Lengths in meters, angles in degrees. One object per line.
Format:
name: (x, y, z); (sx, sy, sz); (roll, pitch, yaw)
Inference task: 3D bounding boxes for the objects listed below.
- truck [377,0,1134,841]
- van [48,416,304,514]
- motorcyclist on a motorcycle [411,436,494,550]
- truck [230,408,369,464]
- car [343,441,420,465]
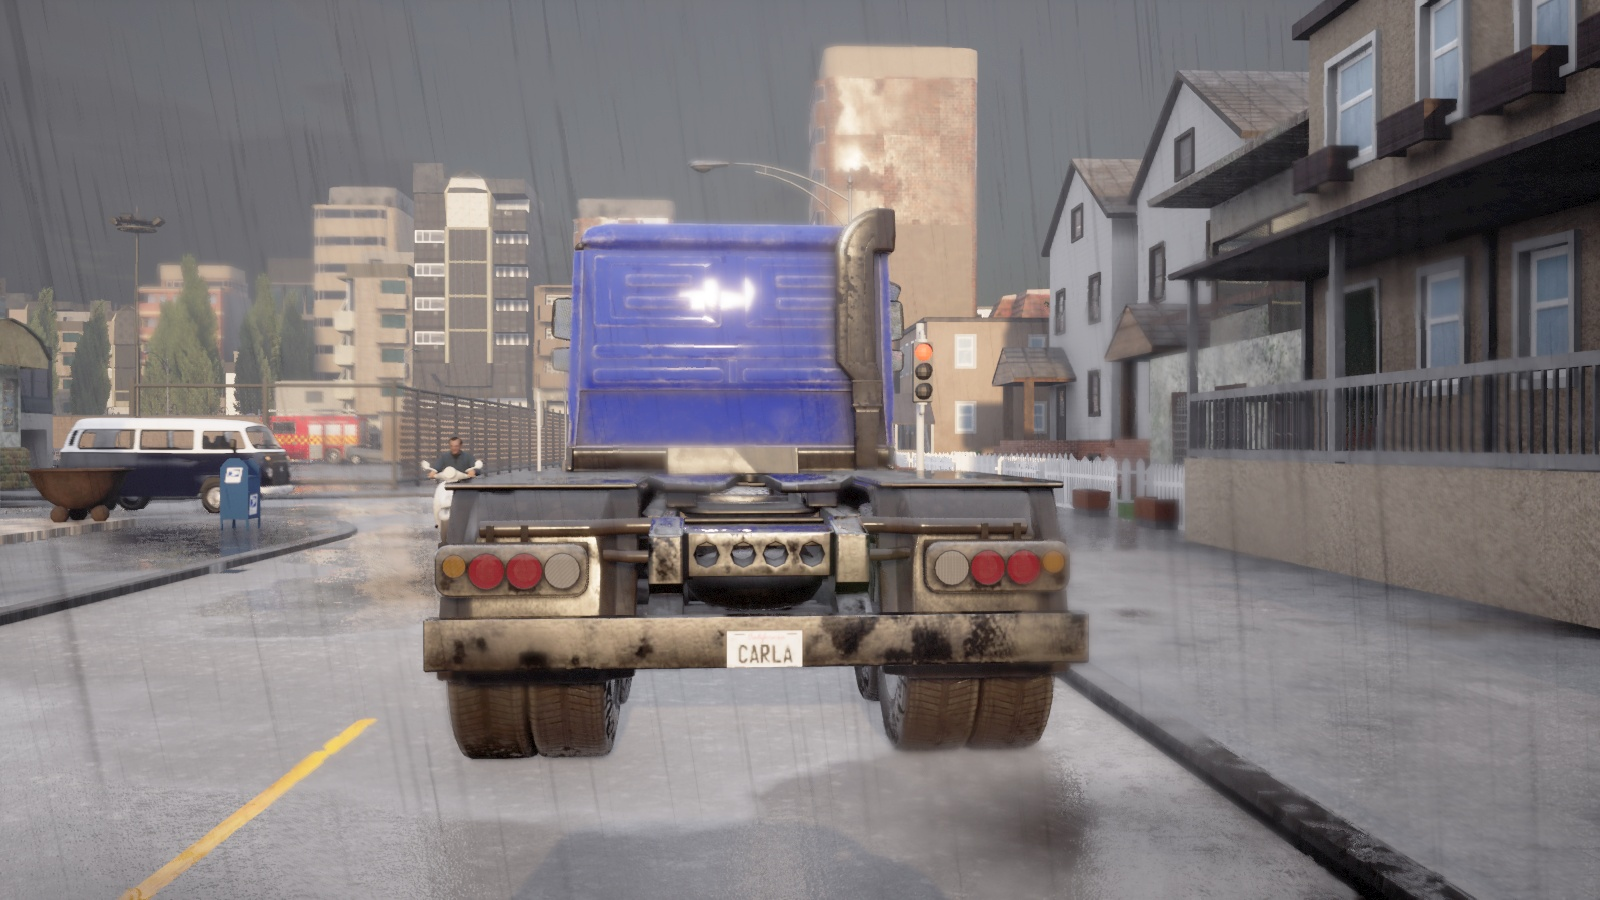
truck: (-0.432, -0.285, 8.765); (2.891, 3.462, 7.936); (0, 0, -4)
van: (-13.325, 0.306, 27.052); (4.480, 2.038, 2.069); (0, 0, -3)
motorcyclist on a motorcycle: (-5.059, 0.592, 18.392); (0.866, 1.590, 1.817); (0, 0, -5)
truck: (-34.798, -0.940, 87.533); (8.468, 3.827, 2.891); (0, 0, -3)
car: (-27.921, 0.197, 83.916); (4.514, 1.525, 2.007); (0, 0, -3)
